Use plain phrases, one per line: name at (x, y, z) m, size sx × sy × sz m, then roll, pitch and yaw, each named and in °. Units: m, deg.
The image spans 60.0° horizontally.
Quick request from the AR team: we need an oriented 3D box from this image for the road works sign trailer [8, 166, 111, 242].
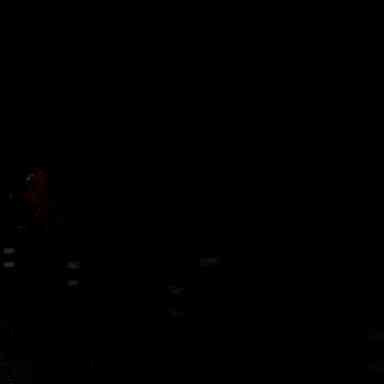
road works sign trailer at (-4.909, 0.813, 12.148) m, size 3.560 × 2.880 × 2.380 m, roll 3°, pitch -41°, yaw 36°
